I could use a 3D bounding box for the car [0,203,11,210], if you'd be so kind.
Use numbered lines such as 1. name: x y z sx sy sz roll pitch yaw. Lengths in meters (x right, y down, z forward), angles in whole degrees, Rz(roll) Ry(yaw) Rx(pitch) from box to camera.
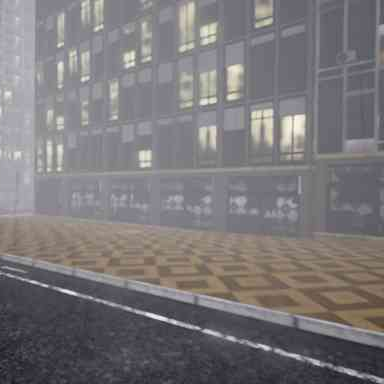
1. car: -27.899 1.811 46.153 1.752 1.417 4.829 0 0 36

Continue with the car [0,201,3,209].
1. car: -24.393 1.660 36.782 2.192 1.841 5.009 0 0 36
